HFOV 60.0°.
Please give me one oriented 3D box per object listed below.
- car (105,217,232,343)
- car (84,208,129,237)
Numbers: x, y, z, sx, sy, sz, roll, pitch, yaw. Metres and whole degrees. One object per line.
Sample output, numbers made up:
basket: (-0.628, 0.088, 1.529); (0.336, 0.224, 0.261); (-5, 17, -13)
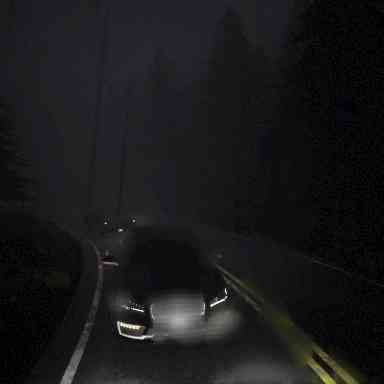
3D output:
car: (-0.649, 1.495, 6.829); (1.837, 1.490, 4.892); (-1, 0, -11)
car: (-4.644, 1.613, 18.563); (1.895, 1.301, 4.718); (-3, 1, -29)
